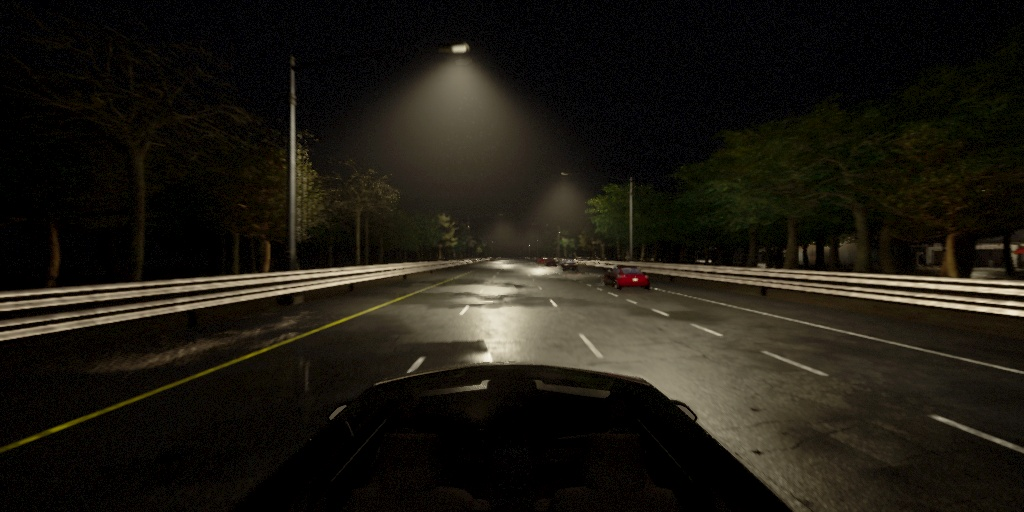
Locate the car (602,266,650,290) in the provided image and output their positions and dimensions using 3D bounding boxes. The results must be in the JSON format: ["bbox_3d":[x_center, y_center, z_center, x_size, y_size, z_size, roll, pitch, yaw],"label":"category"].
[{"bbox_3d":[7.018,1.321,22.392,1.994,1.385,4.181,0,0,0],"label":"car"}]

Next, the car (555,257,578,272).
[{"bbox_3d":[7.081,1.254,45.330,2.128,1.511,4.902,0,0,0],"label":"car"}]
